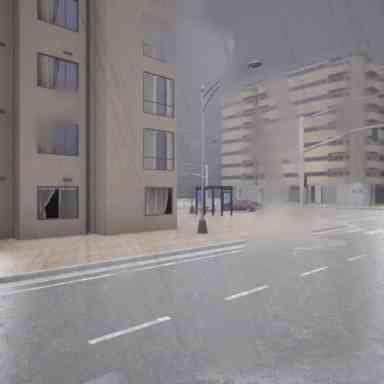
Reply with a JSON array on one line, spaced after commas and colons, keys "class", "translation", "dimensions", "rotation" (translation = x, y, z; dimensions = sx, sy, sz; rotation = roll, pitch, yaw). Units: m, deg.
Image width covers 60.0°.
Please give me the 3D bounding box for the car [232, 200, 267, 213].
[{"class": "car", "translation": [6.441, 1.619, 38.271], "dimensions": [1.994, 1.385, 4.181], "rotation": [0, 0, -43]}]
